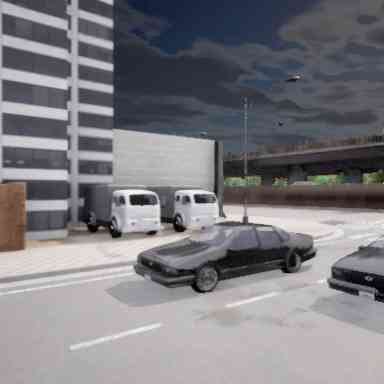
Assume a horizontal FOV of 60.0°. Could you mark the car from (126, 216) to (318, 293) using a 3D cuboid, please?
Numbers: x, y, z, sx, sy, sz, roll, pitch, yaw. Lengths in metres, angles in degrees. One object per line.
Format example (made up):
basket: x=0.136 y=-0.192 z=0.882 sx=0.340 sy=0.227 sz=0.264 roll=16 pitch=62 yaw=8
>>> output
car: x=1.179 y=1.542 z=9.048 sx=5.357 sy=1.411 sz=2.033 roll=0 pitch=0 yaw=-35

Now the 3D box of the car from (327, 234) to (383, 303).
car: x=5.427 y=1.539 z=7.745 sx=5.357 sy=1.411 sz=2.033 roll=0 pitch=0 yaw=-35
